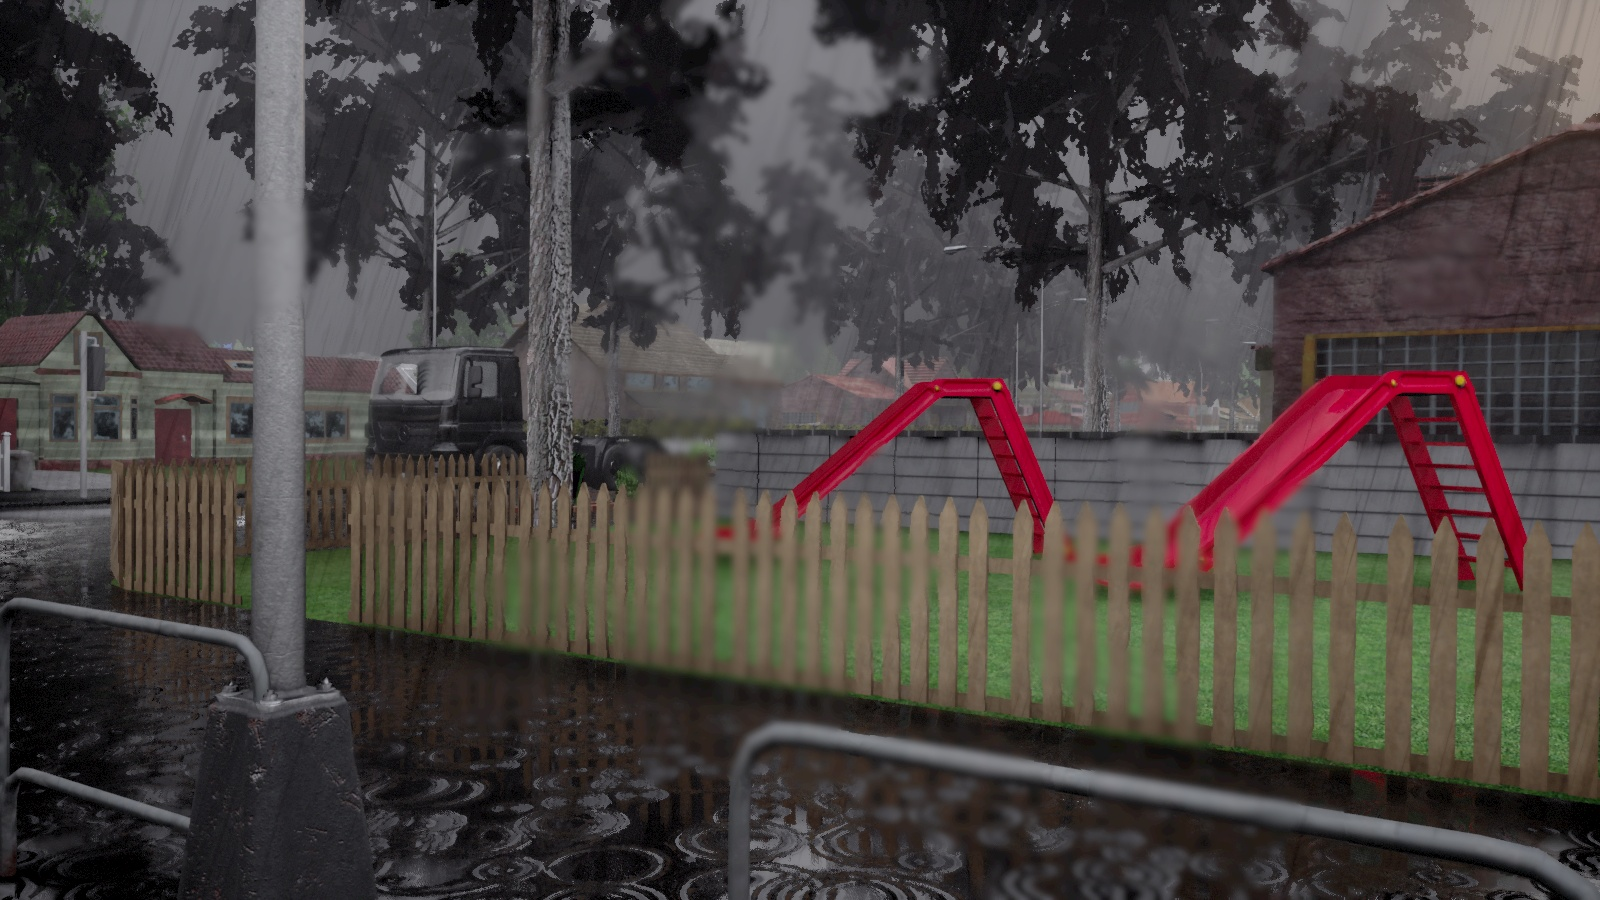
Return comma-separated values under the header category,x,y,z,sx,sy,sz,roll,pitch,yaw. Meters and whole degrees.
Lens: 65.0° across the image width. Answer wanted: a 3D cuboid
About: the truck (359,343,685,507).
category,x,y,z,sx,sy,sz,roll,pitch,yaw
truck,-6.448,-0.612,30.606,2.891,3.462,7.936,0,1,34
